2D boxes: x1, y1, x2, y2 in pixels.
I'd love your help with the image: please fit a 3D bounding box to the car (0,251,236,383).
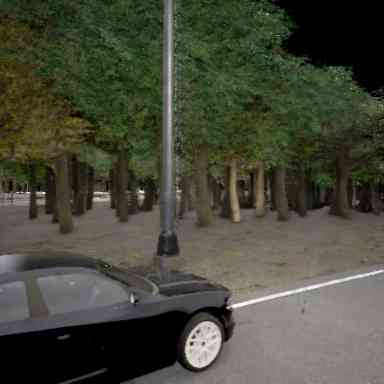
[{"bbox_3d":[-1.693,1.467,3.963,5.008,1.535,1.882,0,0,-35],"label":"car"}]
